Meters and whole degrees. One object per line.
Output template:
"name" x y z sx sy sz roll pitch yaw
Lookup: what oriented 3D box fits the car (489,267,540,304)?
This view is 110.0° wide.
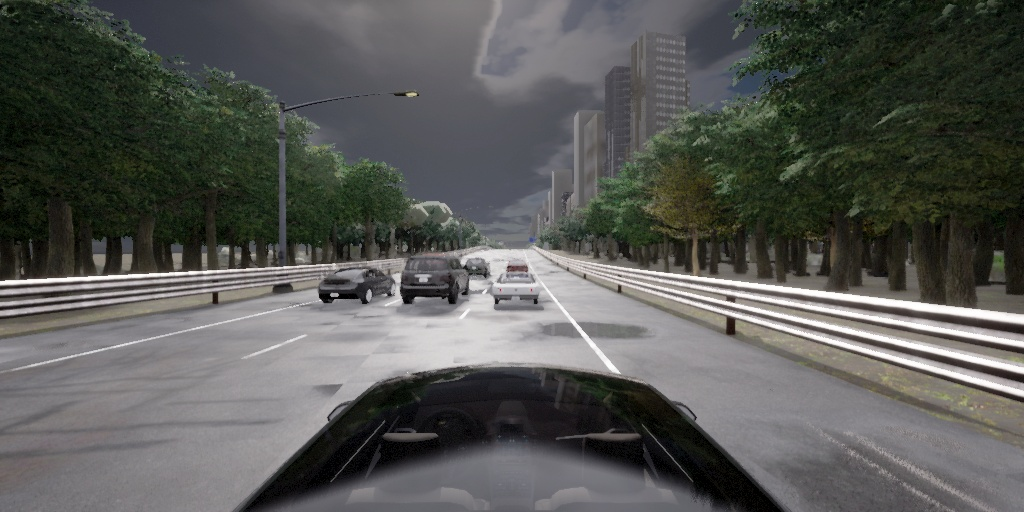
"car" 0.199 1.353 16.156 1.895 1.301 4.718 0 0 1

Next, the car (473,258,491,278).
"car" -3.033 0.927 31.142 2.097 1.767 4.553 0 1 1

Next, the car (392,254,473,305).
"car" -3.300 0.992 16.218 2.150 2.045 5.566 0 0 1

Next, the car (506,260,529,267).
"car" 0.468 1.045 31.111 1.882 1.535 5.008 0 1 1

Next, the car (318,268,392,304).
"car" -6.800 1.252 16.251 1.837 1.490 4.892 0 0 1
